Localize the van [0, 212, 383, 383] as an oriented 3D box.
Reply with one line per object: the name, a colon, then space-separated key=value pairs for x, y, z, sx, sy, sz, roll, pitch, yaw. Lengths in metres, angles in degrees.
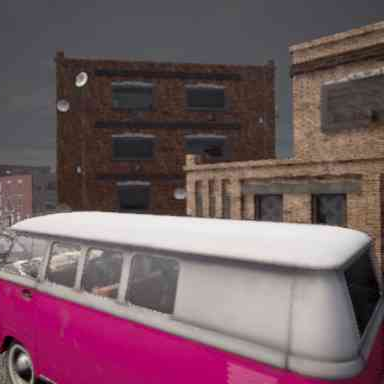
van: x=-0.474 y=1.256 z=3.591 sx=4.442 sy=1.987 sz=1.878 roll=0 pitch=0 yaw=36
